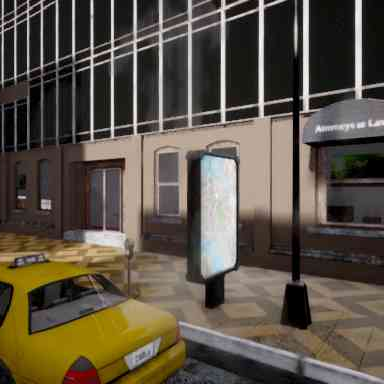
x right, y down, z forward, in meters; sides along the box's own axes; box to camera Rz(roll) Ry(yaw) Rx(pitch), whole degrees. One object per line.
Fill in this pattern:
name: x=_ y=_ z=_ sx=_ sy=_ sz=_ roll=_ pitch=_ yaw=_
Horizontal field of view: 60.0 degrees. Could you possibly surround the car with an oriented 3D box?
car: x=-2.352 y=1.525 z=4.537 sx=4.829 sy=1.417 sz=1.752 roll=0 pitch=0 yaw=35
